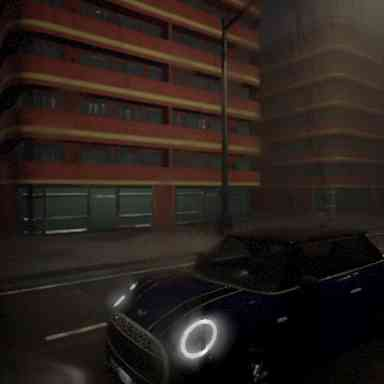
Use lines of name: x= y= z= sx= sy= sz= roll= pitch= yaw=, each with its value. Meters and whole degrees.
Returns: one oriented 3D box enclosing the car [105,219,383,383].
car: x=1.115 y=1.345 z=4.813 sx=4.553 sy=1.767 sz=2.097 roll=0 pitch=0 yaw=-36
